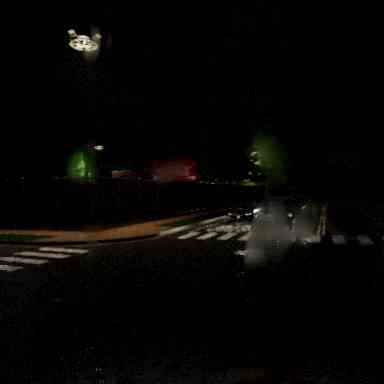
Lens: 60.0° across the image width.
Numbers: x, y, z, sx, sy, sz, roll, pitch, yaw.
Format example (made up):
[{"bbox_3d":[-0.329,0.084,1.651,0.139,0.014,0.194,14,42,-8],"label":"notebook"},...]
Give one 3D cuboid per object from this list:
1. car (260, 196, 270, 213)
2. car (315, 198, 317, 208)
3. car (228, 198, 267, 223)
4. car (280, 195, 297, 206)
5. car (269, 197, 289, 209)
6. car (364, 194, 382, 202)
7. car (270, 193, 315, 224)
[{"bbox_3d":[7.458,1.247,33.454,2.097,1.767,4.553,-1,0,22],"label":"car"},{"bbox_3d":[11.244,1.410,33.448,1.895,1.301,4.718,-1,0,22],"label":"car"},{"bbox_3d":[4.090,1.461,25.144,1.837,1.490,4.892,-1,0,22],"label":"car"},{"bbox_3d":[15.202,1.233,52.091,1.882,1.535,5.008,-1,0,23],"label":"car"},{"bbox_3d":[11.205,1.392,42.615,1.994,1.385,4.181,-1,0,22],"label":"car"},{"bbox_3d":[31.093,0.968,57.231,1.994,1.385,4.181,-1,0,42],"label":"car"},{"bbox_3d":[7.259,1.105,23.677,2.150,2.045,5.566,-1,0,22],"label":"car"}]
